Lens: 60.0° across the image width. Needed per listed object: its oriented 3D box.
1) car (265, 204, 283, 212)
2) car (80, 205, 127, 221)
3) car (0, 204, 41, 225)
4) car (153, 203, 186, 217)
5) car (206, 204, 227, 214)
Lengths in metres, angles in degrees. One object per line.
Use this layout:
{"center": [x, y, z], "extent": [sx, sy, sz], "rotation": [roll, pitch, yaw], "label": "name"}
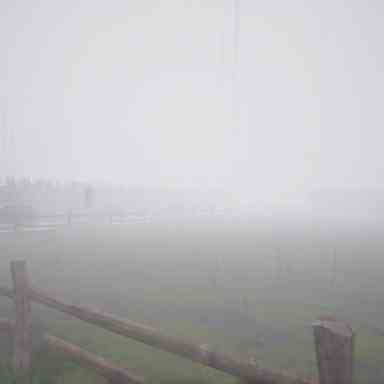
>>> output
{"center": [14.805, 2.828, 59.888], "extent": [1.882, 1.535, 5.008], "rotation": [-1, -2, 36], "label": "car"}
{"center": [-8.585, 2.053, 32.631], "extent": [2.128, 1.511, 4.902], "rotation": [-1, -2, 36], "label": "car"}
{"center": [-13.959, 1.699, 25.127], "extent": [2.097, 1.767, 4.553], "rotation": [-1, -2, 35], "label": "car"}
{"center": [-2.709, 2.143, 40.728], "extent": [2.097, 1.767, 4.553], "rotation": [-1, -2, 36], "label": "car"}
{"center": [3.930, 2.576, 49.779], "extent": [1.812, 1.442, 4.674], "rotation": [-1, -1, 34], "label": "car"}
